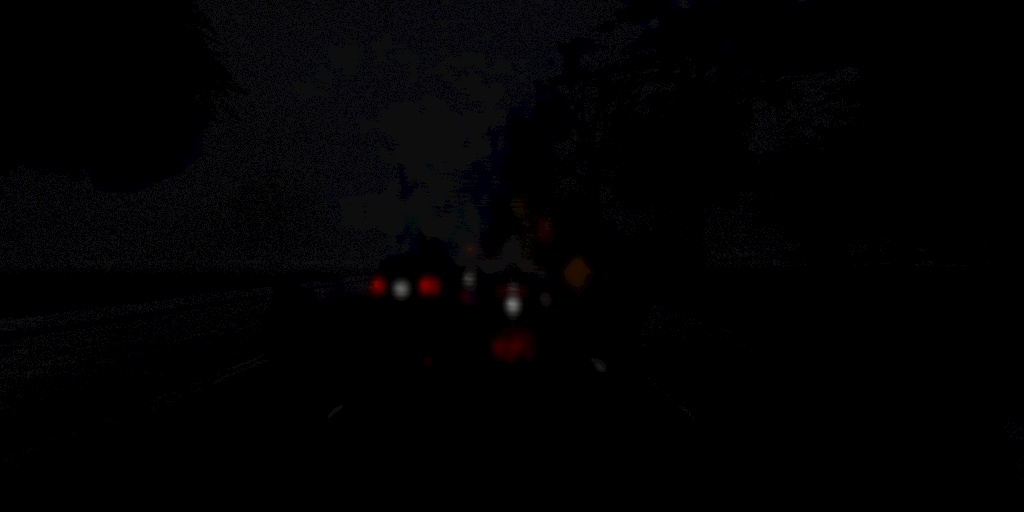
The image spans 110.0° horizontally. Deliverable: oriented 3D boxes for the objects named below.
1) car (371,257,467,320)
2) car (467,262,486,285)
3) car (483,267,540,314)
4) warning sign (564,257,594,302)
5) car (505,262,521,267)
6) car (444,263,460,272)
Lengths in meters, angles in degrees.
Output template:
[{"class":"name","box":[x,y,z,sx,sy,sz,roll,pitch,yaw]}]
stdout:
[{"class":"car","box":[-3.209,1.068,13.156,2.150,2.045,5.566,0,0,1]},{"class":"car","box":[-3.196,1.492,29.284,1.837,1.490,4.892,0,0,1]},{"class":"car","box":[0.050,1.361,14.283,1.837,1.490,4.892,0,0,0]},{"class":"warning sign","box":[2.855,0.979,15.294,1.300,1.860,1.060,0,0,0]},{"class":"car","box":[0.054,1.492,29.287,1.837,1.490,4.892,0,0,0]},{"class":"car","box":[-9.791,1.810,58.813,1.994,1.385,4.181,0,0,0]}]
